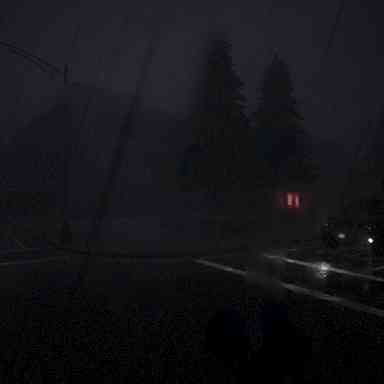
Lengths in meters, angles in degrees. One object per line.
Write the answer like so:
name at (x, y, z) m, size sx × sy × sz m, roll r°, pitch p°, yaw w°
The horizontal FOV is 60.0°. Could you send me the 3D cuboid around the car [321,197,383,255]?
car at (7.665, 1.248, 13.763) m, size 5.566 × 2.045 × 2.150 m, roll 0°, pitch 0°, yaw -37°
